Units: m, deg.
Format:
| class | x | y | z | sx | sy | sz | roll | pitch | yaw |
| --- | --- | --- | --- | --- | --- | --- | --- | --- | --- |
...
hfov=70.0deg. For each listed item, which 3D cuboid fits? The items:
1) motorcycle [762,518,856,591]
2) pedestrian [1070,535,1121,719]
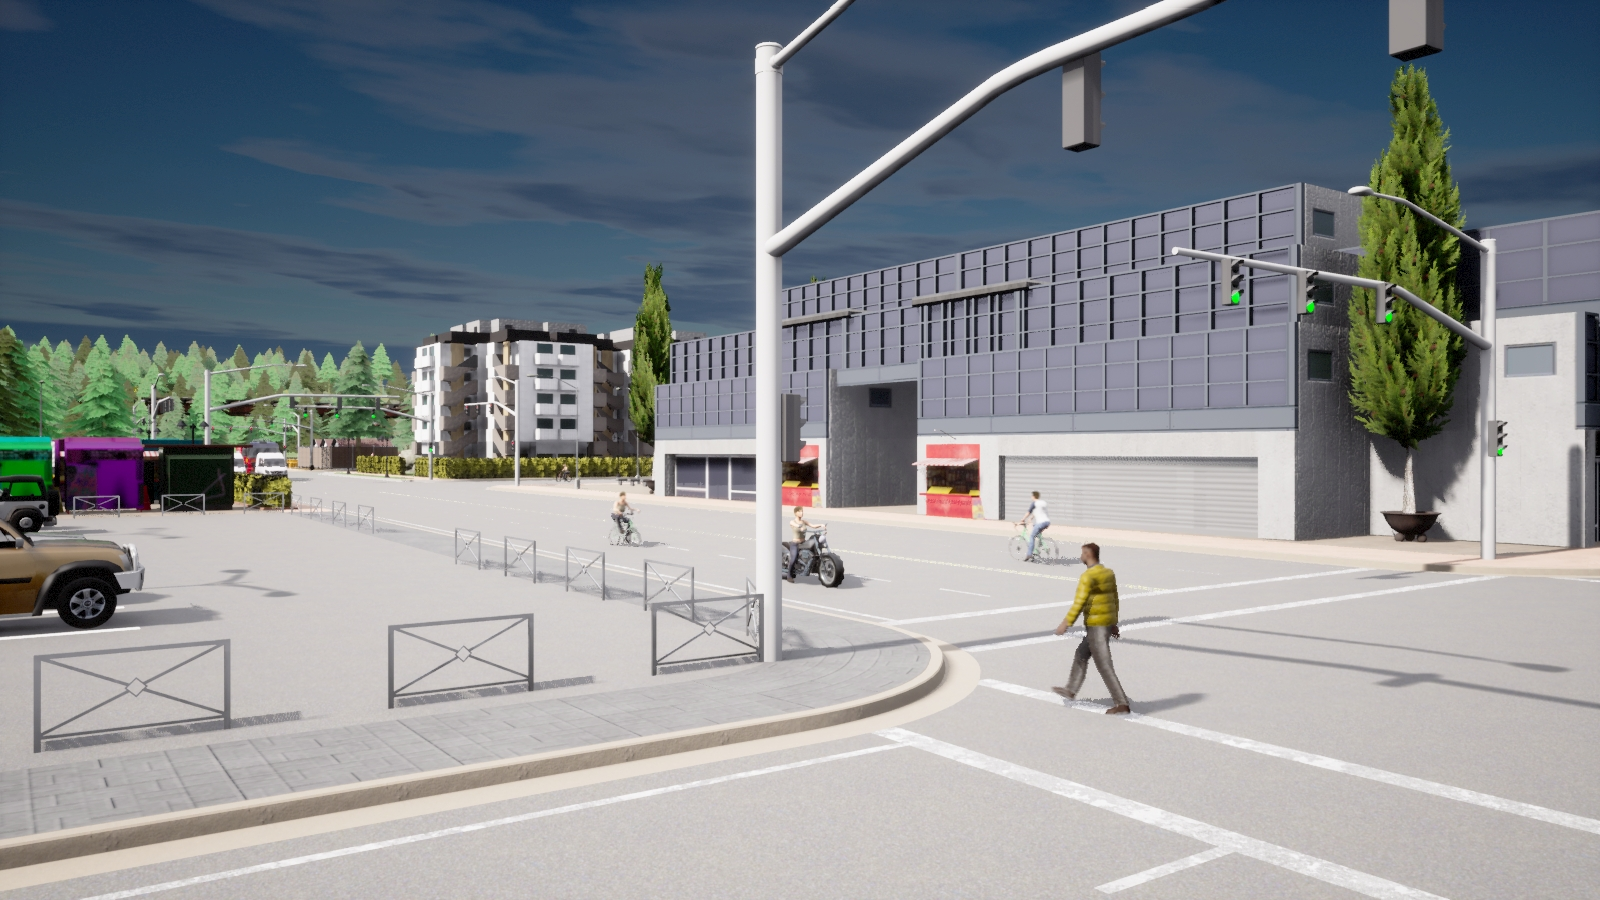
| class | x | y | z | sx | sy | sz | roll | pitch | yaw |
| --- | --- | --- | --- | --- | --- | --- | --- | --- | --- |
| motorcycle | 0.165 | 2.155 | 23.900 | 0.764 | 1.307 | 2.356 | 0 | 0 | -34 |
| pedestrian | 3.120 | 1.849 | 12.062 | 0.375 | 1.860 | 0.375 | 0 | 0 | 44 |
